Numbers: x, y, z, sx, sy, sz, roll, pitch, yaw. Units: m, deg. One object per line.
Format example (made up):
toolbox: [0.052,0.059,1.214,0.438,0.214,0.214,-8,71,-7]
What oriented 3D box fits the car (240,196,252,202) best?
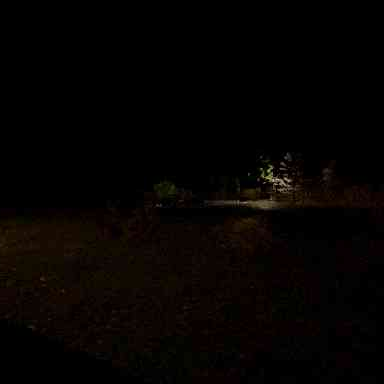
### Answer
car: [13.404,1.685,82.571,1.837,1.490,4.892,0,0,27]

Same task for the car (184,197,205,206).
car: [0.553,1.630,59.526,2.128,1.511,4.902,0,0,34]

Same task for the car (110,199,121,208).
car: [-9.209,1.636,44.935,2.033,1.411,5.357,0,0,34]

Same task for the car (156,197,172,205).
car: [-5.631,1.671,62.887,1.812,1.442,4.674,0,1,34]
